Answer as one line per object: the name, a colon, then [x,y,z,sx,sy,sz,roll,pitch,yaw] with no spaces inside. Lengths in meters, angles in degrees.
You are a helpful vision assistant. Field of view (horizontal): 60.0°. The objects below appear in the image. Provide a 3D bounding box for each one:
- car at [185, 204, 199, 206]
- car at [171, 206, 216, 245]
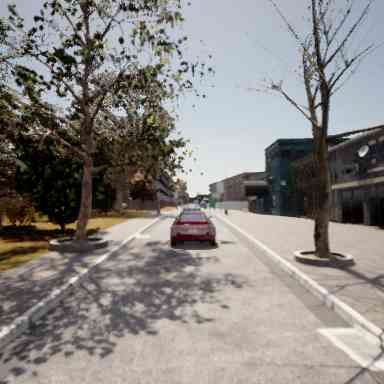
car: [-0.007,1.867,33.504,2.033,1.411,5.357,0,-1,0]
car: [0.038,1.591,15.731,1.994,1.385,4.181,-1,0,0]
